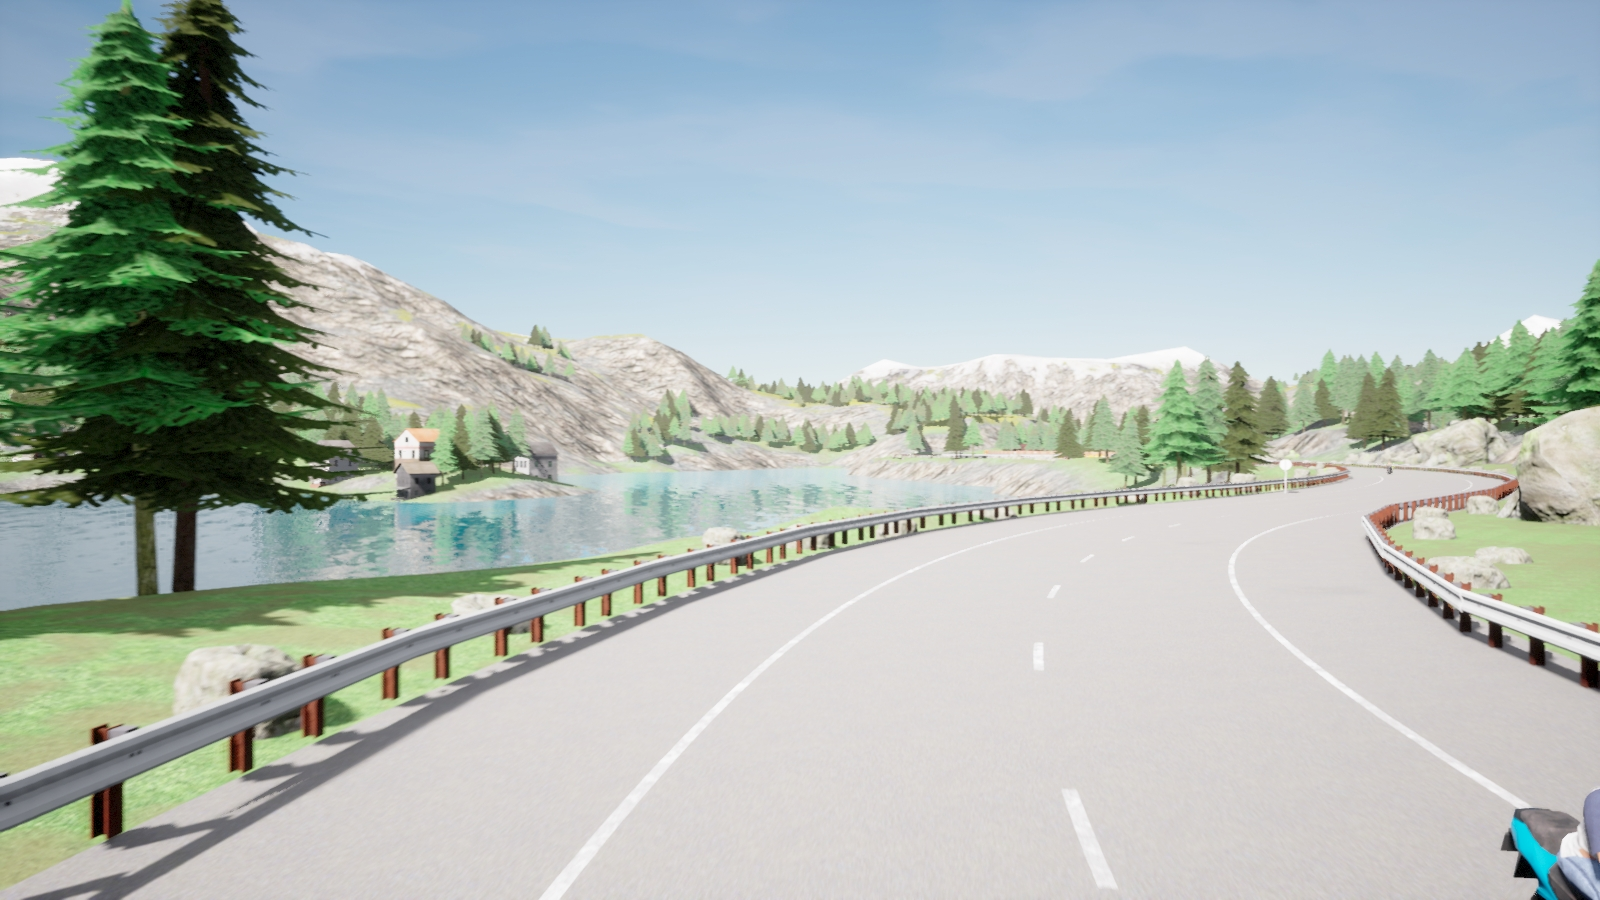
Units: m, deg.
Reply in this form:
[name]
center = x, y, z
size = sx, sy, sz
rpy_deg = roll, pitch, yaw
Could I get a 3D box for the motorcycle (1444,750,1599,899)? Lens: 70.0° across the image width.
[motorcycle]
center = 3.679, 2.179, 4.928
size = 0.803, 1.217, 2.033
rpy_deg = 0, 0, 5
